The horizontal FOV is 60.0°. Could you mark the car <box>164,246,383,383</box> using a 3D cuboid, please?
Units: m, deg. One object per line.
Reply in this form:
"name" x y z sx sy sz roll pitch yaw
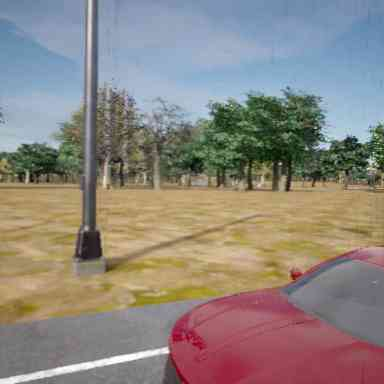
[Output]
"car" 2.201 1.361 3.359 5.008 1.535 1.882 0 3 -22
